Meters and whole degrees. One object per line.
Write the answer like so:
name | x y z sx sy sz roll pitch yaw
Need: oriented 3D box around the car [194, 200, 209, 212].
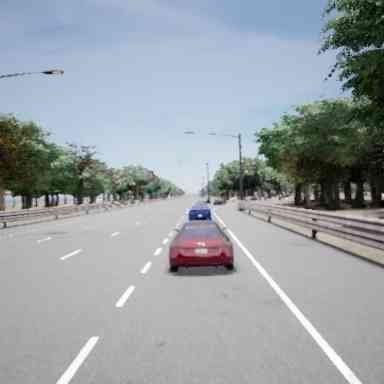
car | 1.385 1.967 48.200 1.812 1.442 4.674 -2 -1 5

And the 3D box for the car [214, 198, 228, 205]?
car | 6.016 2.034 69.635 1.812 1.442 4.674 -2 -1 23

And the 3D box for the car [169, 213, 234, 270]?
car | 0.306 1.669 11.458 1.994 1.385 4.181 -2 -1 1

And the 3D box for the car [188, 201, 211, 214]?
car | 0.677 1.760 28.957 1.882 1.535 5.008 -2 -1 1
